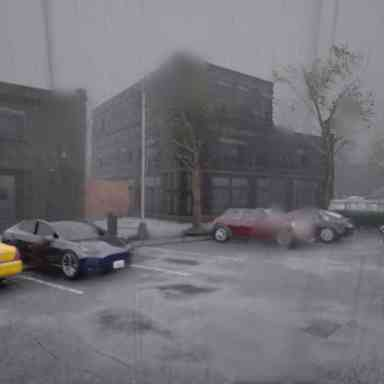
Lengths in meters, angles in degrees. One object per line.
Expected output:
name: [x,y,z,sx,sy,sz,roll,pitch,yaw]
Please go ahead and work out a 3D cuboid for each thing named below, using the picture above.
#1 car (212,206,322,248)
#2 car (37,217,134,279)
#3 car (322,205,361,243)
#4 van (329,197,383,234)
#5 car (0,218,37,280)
car: [3.257,1.477,15.430,4.553,1.767,2.185,-1,-1,35]
car: [-3.923,1.543,10.253,4.792,1.488,2.163,-1,-1,35]
car: [5.698,1.633,17.129,4.892,1.521,2.231,-1,-1,34]
van: [10.414,1.465,20.624,4.442,1.987,1.878,-1,-1,35]
car: [-6.517,1.482,8.644,5.366,1.575,1.946,-1,-1,35]
